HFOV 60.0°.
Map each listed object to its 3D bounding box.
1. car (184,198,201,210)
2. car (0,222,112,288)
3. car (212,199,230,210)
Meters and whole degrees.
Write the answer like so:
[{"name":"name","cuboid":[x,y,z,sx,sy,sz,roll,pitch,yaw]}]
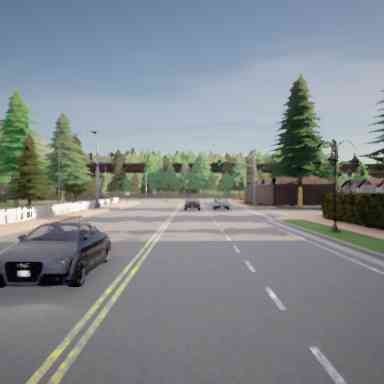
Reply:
[{"name":"car","cuboid":[0.052,1.450,40.760,1.812,1.442,4.674,0,0,0]},{"name":"car","cuboid":[-3.577,1.548,9.087,1.994,1.385,4.181,0,0,0]},{"name":"car","cuboid":[3.548,1.524,41.444,1.895,1.301,4.718,0,0,0]}]
